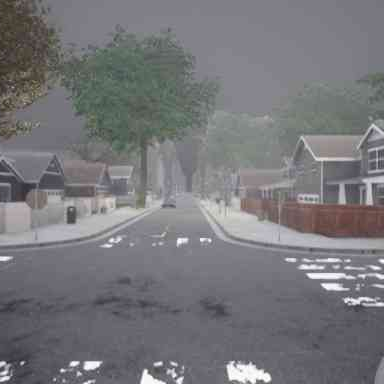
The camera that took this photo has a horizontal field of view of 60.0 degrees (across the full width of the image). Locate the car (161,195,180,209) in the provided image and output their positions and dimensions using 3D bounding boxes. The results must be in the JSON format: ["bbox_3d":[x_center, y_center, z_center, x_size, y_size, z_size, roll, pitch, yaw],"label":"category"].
[{"bbox_3d":[-3.020,1.494,44.497,2.033,1.411,5.357,0,0,0],"label":"car"}]
